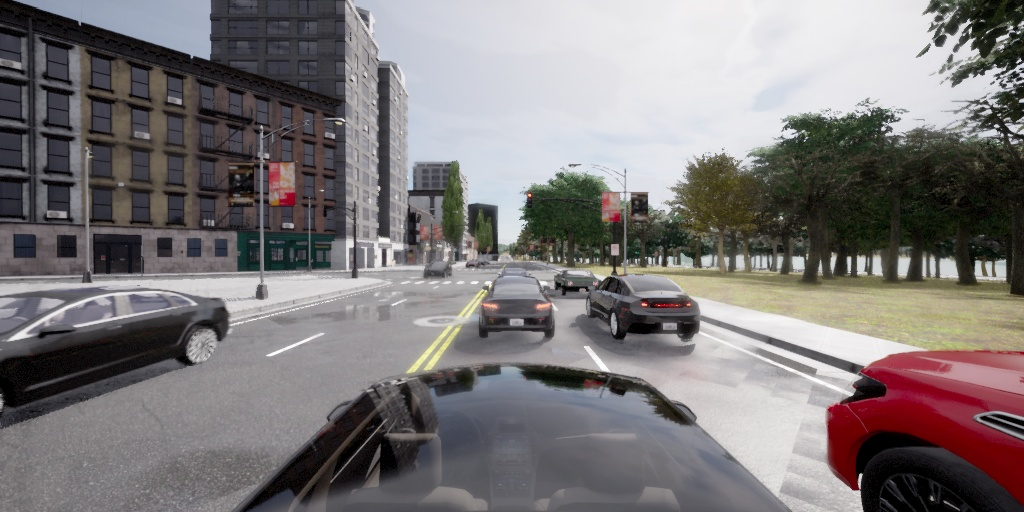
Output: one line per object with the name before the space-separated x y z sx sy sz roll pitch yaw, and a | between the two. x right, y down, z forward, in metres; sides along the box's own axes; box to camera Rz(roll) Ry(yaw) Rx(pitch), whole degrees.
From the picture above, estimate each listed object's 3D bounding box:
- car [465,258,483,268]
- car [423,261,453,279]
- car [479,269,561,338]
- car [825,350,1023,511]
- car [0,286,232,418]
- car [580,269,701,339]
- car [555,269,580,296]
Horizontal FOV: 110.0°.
car | -6.457 1.297 59.163 1.994 1.385 4.181 0 0 0
car | -6.522 1.221 32.039 1.882 1.535 5.008 0 0 0
car | 0.121 1.274 10.091 1.812 1.442 4.674 0 0 0
car | 3.347 0.972 0.189 2.150 2.045 5.566 0 0 0
car | -6.593 1.241 5.190 2.128 1.511 4.902 0 0 0
car | 3.367 1.253 10.052 1.837 1.490 4.892 0 0 0
car | 3.389 1.347 19.365 1.895 1.301 4.718 0 0 0
